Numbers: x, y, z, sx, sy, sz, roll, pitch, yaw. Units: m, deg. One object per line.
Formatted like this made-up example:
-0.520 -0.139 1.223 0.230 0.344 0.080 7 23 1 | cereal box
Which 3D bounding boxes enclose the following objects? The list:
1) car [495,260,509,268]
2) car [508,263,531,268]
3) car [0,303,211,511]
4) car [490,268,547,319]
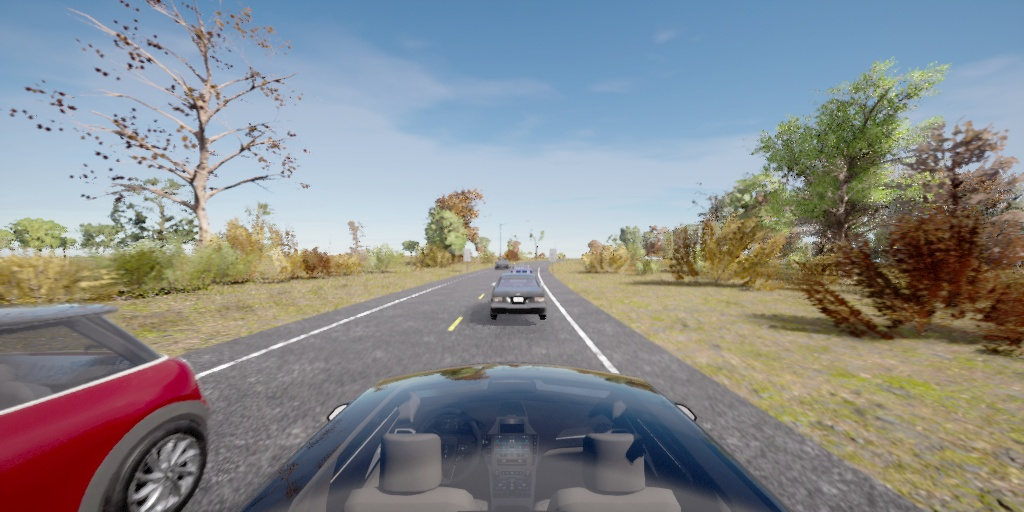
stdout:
-1.371 1.291 53.192 1.882 1.535 5.008 0 0 5 | car
0.897 1.392 32.120 1.895 1.301 4.718 0 0 3 | car
-3.580 1.099 1.053 2.097 1.767 4.553 0 0 0 | car
0.223 1.314 12.924 2.033 1.411 5.357 0 0 1 | car
